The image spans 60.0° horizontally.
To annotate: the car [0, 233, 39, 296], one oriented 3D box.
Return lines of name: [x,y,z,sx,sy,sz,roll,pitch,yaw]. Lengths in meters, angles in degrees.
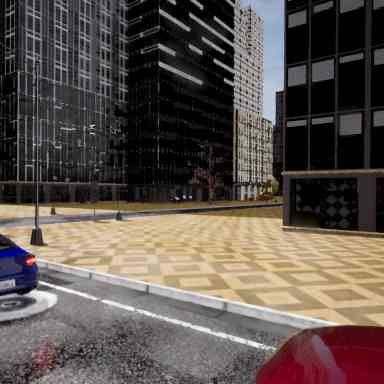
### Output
car: [-5.236,1.523,7.415,4.674,1.442,1.812,0,0,36]

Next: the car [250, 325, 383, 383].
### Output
car: [2.367,1.564,1.989,4.181,1.385,1.994,0,0,35]
